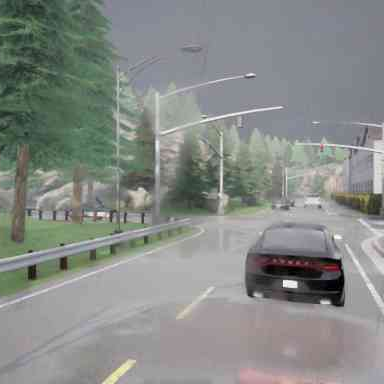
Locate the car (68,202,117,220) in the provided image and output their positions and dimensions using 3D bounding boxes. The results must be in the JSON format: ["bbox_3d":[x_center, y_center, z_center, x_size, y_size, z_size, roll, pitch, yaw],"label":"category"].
[{"bbox_3d":[-8.480,1.579,28.429,4.181,1.385,1.994,0,0,20],"label":"car"}]

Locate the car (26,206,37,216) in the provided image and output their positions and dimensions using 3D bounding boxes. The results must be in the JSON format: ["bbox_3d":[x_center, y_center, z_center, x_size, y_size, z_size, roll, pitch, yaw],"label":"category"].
[{"bbox_3d":[-17.407,1.563,31.749,5.357,1.411,2.033,0,0,21],"label":"car"}]

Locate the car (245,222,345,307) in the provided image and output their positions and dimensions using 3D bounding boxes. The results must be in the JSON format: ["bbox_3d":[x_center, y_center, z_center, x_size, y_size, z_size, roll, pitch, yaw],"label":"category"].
[{"bbox_3d":[2.603,1.478,8.205,1.882,1.535,5.008,0,0,20],"label":"car"}]

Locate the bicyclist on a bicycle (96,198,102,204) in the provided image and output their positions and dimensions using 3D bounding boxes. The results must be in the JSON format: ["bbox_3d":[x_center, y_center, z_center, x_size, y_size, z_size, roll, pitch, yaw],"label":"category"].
[{"bbox_3d":[-10.275,1.416,36.595,0.582,1.620,1.656,-2,5,20],"label":"bicyclist on a bicycle"}]

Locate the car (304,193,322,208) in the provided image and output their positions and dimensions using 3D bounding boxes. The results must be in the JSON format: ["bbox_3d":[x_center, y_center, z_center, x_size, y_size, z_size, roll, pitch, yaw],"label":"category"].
[{"bbox_3d":[17.498,1.221,48.129,2.150,2.045,5.566,0,0,20],"label":"car"}]

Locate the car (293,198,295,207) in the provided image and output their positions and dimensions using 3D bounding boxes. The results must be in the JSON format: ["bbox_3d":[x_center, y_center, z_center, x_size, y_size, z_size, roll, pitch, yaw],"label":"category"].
[{"bbox_3d":[14.521,1.352,50.721,2.097,1.767,4.553,0,0,21],"label":"car"}]

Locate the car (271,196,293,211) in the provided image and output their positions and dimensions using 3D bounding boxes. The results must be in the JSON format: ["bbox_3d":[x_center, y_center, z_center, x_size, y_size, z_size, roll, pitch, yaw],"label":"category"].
[{"bbox_3d":[11.087,1.491,41.551,2.128,1.511,4.902,0,0,20],"label":"car"}]
